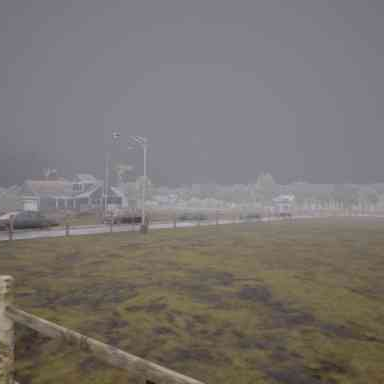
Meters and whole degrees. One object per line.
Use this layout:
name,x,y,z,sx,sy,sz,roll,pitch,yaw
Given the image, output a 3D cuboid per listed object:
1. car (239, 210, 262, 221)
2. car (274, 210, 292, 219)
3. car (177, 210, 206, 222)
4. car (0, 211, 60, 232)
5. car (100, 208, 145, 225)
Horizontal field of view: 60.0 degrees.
car,8.621,3.359,48.344,2.128,1.511,4.902,0,-2,35
car,16.299,3.914,59.190,1.882,1.535,5.008,0,-3,35
car,0.021,2.981,41.277,1.994,1.385,4.181,0,-2,35
car,-12.249,2.105,23.891,2.033,1.411,5.357,0,-2,34
car,-6.605,2.302,31.935,2.097,1.767,4.553,0,-3,35
